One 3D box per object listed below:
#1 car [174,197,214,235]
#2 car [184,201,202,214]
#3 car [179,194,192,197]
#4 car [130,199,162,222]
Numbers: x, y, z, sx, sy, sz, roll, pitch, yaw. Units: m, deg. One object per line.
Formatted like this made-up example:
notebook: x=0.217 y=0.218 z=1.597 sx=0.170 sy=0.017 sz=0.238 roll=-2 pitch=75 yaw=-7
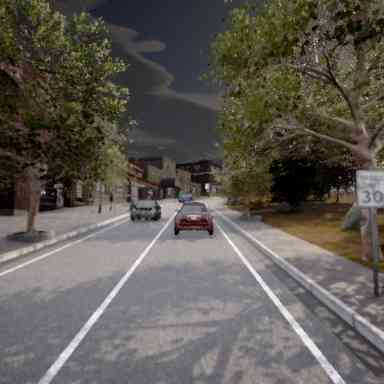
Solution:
car: x=0.096 y=1.391 z=19.333 sx=2.097 sy=1.767 sz=4.553 roll=0 pitch=0 yaw=0
car: x=0.093 y=1.675 z=36.729 sx=1.895 sy=1.301 sz=4.718 roll=0 pitch=0 yaw=0
car: x=-1.276 y=1.376 z=67.707 sx=2.150 sy=2.045 sz=5.566 roll=-1 pitch=0 yaw=10
car: x=-3.599 y=1.406 z=26.672 sx=2.097 sy=1.767 sz=4.553 roll=0 pitch=0 yaw=0
